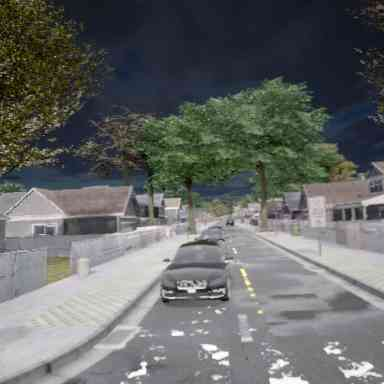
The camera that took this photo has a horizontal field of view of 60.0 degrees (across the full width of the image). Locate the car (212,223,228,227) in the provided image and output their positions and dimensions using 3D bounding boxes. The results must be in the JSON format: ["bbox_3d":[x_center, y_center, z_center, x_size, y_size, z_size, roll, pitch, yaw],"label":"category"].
[{"bbox_3d":[2.284,4.086,32.401,1.882,1.535,5.008,-3,-5,5],"label":"car"}]

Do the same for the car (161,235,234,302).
[{"bbox_3d":[0.293,2.410,10.752,1.837,1.490,4.892,-3,-5,7],"label":"car"}]

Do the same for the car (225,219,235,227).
[{"bbox_3d":[9.929,7.997,86.631,2.150,2.045,5.566,-3,-5,5],"label":"car"}]

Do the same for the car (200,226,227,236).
[{"bbox_3d":[1.267,3.200,20.995,2.128,1.511,4.902,-3,-5,5],"label":"car"}]
